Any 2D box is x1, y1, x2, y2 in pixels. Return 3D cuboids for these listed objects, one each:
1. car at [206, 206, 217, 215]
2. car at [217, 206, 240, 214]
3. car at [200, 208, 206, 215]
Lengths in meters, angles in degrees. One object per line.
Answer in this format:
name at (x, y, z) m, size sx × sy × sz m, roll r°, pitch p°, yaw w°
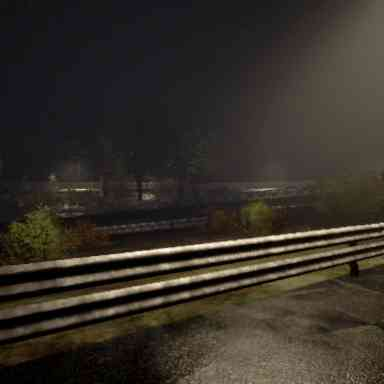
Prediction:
car at (5.062, 3.001, 50.061) m, size 4.892 × 1.490 × 1.837 m, roll -4°, pitch 2°, yaw -20°
car at (6.316, 2.899, 46.792) m, size 4.553 × 1.767 × 2.097 m, roll -4°, pitch 2°, yaw -20°
car at (3.796, 2.917, 53.324) m, size 5.008 × 1.535 × 1.882 m, roll -4°, pitch 2°, yaw -20°
